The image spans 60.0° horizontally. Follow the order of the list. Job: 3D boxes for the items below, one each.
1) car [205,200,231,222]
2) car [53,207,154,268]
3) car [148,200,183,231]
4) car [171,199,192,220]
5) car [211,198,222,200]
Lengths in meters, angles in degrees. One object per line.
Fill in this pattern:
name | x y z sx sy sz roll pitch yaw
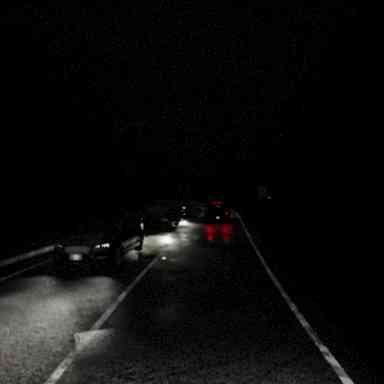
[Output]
car | 2.106 1.592 26.492 1.895 1.301 4.718 0 0 6
car | -2.942 1.500 11.432 2.128 1.511 4.902 0 0 5
car | -2.013 1.489 20.907 1.882 1.535 5.008 0 0 6
car | -1.222 1.364 28.521 2.097 1.767 4.553 0 0 6
car | 3.215 1.513 43.763 1.837 1.490 4.892 0 0 1
